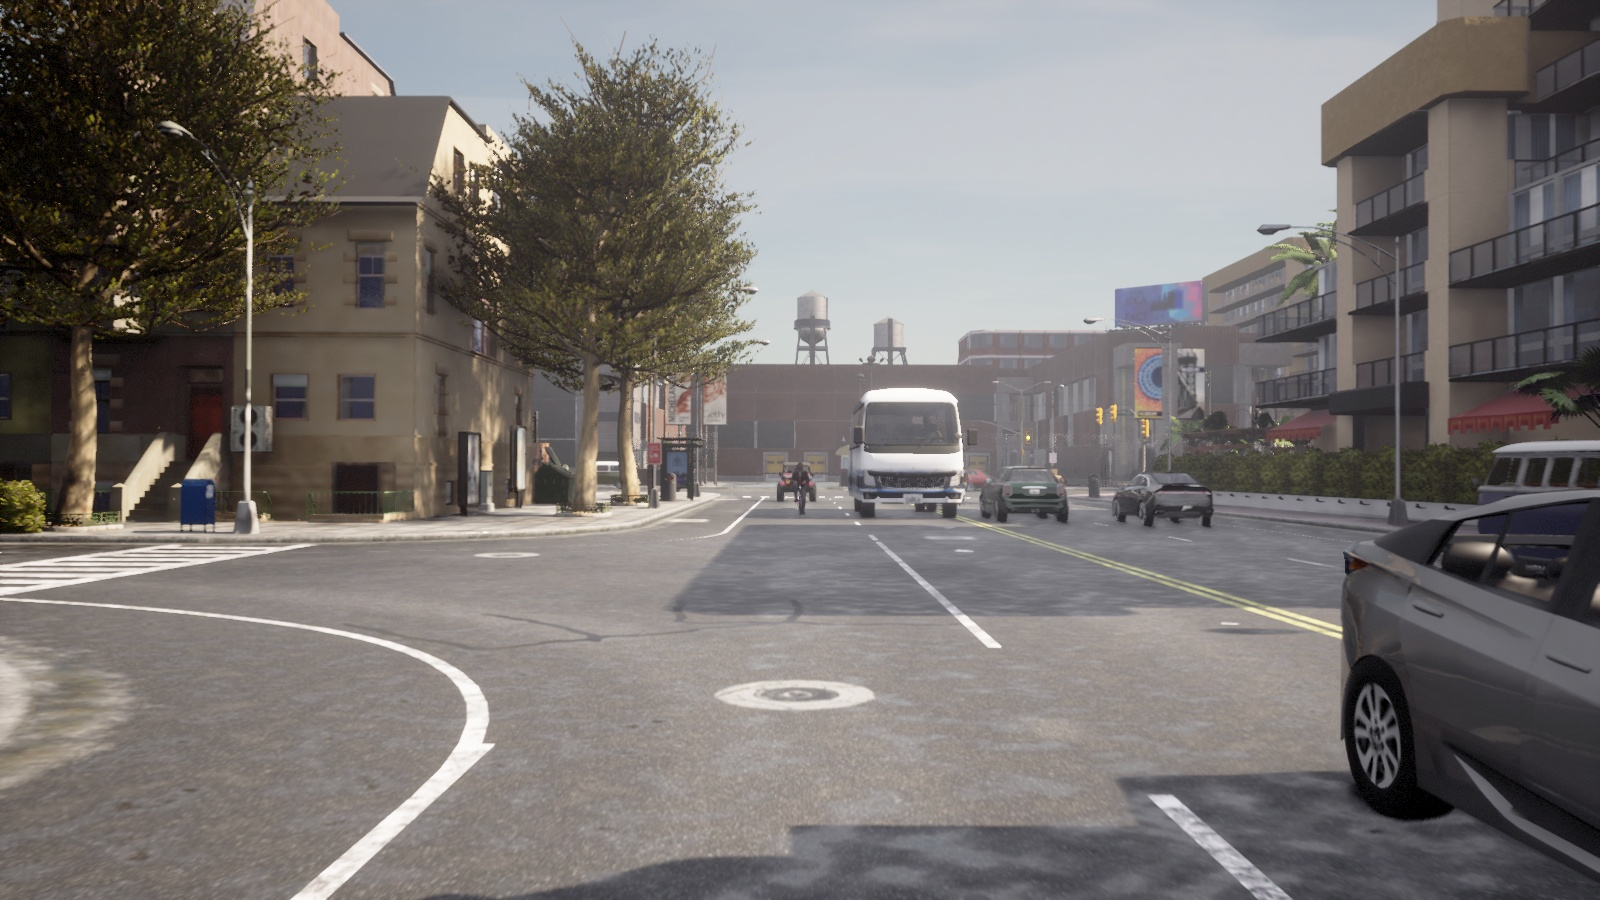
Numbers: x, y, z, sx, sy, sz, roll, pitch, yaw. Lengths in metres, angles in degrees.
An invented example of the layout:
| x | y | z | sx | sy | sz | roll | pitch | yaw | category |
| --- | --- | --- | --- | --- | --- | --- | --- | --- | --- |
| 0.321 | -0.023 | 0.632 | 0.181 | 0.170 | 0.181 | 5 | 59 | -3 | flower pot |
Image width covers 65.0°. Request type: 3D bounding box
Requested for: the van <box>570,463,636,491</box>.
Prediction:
| x | y | z | sx | sy | sz | roll | pitch | yaw | category |
| --- | --- | --- | --- | --- | --- | --- | --- | --- | --- |
| -14.333 | 1.982 | 91.648 | 4.480 | 2.038 | 2.069 | 0 | -1 | 0 | van |

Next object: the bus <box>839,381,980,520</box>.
| x | y | z | sx | sy | sz | roll | pitch | yaw | category |
| --- | --- | --- | --- | --- | --- | --- | --- | --- | --- |
| 3.505 | 0.090 | 43.576 | 3.944 | 4.253 | 10.273 | 0 | -1 | 0 | bus |

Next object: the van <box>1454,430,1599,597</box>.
| x | y | z | sx | sy | sz | roll | pitch | yaw | category |
| --- | --- | --- | --- | --- | --- | --- | --- | --- | --- |
| 10.423 | 0.770 | 16.077 | 1.775 | 1.987 | 4.442 | 0 | -1 | 0 | van |

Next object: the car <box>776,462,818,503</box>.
| x | y | z | sx | sy | sz | roll | pitch | yaw | category |
| --- | --- | --- | --- | --- | --- | --- | --- | --- | --- |
| -0.146 | 1.522 | 60.191 | 1.905 | 1.878 | 3.866 | 0 | -1 | 0 | car |

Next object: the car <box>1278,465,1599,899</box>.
| x | y | z | sx | sy | sz | roll | pitch | yaw | category |
| --- | --- | --- | --- | --- | --- | --- | --- | --- | --- |
| 3.489 | 0.809 | 4.245 | 2.007 | 1.525 | 4.514 | 0 | -1 | 0 | car |

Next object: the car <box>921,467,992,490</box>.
| x | y | z | sx | sy | sz | roll | pitch | yaw | category |
| --- | --- | --- | --- | --- | --- | --- | --- | --- | --- |
| 11.369 | 2.083 | 91.531 | 4.856 | 1.649 | 2.033 | 0 | -1 | -1 | car |

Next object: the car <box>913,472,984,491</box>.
| x | y | z | sx | sy | sz | roll | pitch | yaw | category |
| --- | --- | --- | --- | --- | --- | --- | --- | --- | --- |
| 10.392 | 2.203 | 88.083 | 4.718 | 1.301 | 1.895 | 0 | -1 | -1 | car |

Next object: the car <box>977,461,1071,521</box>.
| x | y | z | sx | sy | sz | roll | pitch | yaw | category |
| --- | --- | --- | --- | --- | --- | --- | --- | --- | --- |
| 6.905 | 1.236 | 39.229 | 2.097 | 1.767 | 4.553 | 0 | -1 | 0 | car |

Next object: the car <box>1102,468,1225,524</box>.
| x | y | z | sx | sy | sz | roll | pitch | yaw | category |
| --- | --- | --- | --- | --- | --- | --- | --- | --- | --- |
| 10.412 | 1.277 | 36.354 | 2.128 | 1.511 | 4.902 | 0 | -1 | 0 | car |
